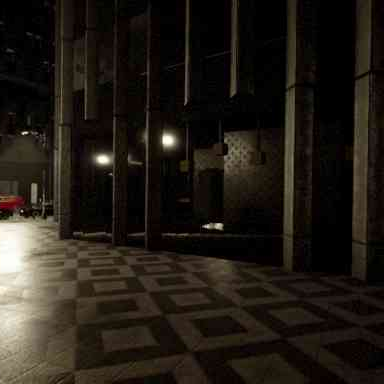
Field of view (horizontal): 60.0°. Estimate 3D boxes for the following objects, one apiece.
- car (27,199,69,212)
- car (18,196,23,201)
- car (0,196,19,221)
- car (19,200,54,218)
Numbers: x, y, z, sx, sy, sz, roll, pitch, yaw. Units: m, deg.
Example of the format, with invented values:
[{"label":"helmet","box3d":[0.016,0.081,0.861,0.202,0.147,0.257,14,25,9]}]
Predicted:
[{"label":"car","box3d":[-17.596,1.635,40.777,1.947,1.339,4.313,1,0,35]},{"label":"car","box3d":[-20.848,1.354,36.167,2.192,1.841,5.009,1,0,35]},{"label":"car","box3d":[-17.147,1.463,26.632,2.192,1.841,5.009,1,0,35]},{"label":"car","box3d":[-13.894,1.743,31.243,1.947,1.339,4.313,1,0,35]}]
